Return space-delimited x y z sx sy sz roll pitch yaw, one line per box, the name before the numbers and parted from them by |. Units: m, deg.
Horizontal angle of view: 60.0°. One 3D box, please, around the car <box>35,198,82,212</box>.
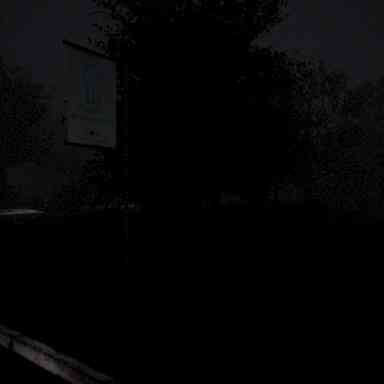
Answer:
car | -15.685 1.591 39.733 1.895 1.301 4.718 0 0 39
